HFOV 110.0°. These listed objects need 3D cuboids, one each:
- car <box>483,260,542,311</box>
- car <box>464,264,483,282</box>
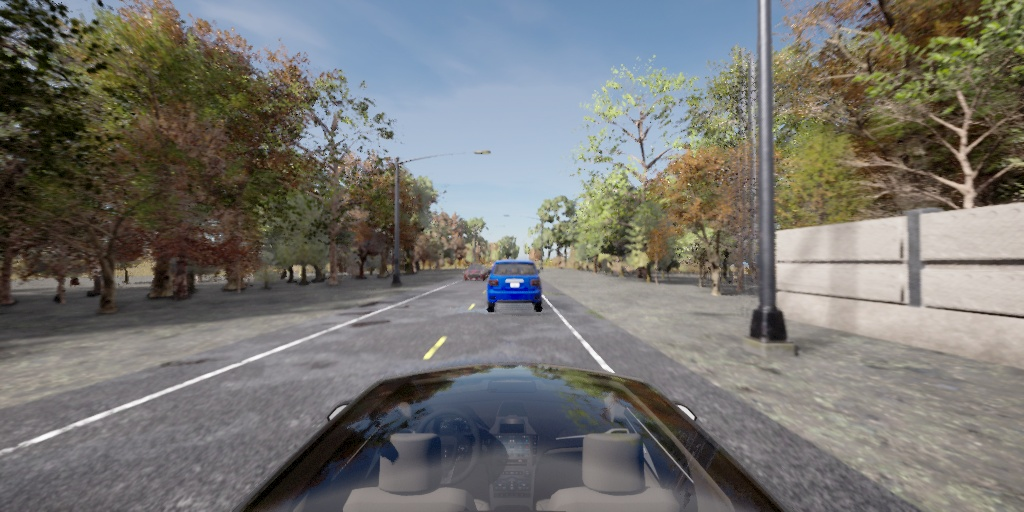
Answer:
[{"bbox_3d":[0.100,1.189,15.828,2.150,2.045,5.566,0,-1,0],"label":"car"},{"bbox_3d":[-3.595,1.614,36.105,2.097,1.767,4.553,0,-1,0],"label":"car"}]
